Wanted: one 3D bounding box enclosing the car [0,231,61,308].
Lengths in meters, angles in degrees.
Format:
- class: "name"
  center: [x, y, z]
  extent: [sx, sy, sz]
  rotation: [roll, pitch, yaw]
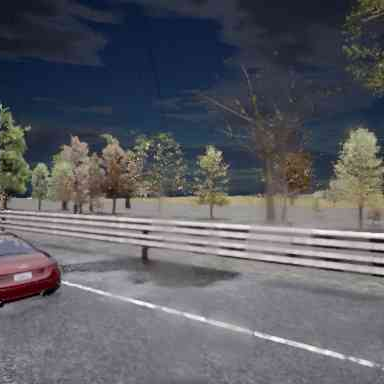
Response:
- class: "car"
  center: [-4.849, 1.590, 7.536]
  extent: [4.181, 1.385, 1.994]
  rotation: [0, 0, 36]
